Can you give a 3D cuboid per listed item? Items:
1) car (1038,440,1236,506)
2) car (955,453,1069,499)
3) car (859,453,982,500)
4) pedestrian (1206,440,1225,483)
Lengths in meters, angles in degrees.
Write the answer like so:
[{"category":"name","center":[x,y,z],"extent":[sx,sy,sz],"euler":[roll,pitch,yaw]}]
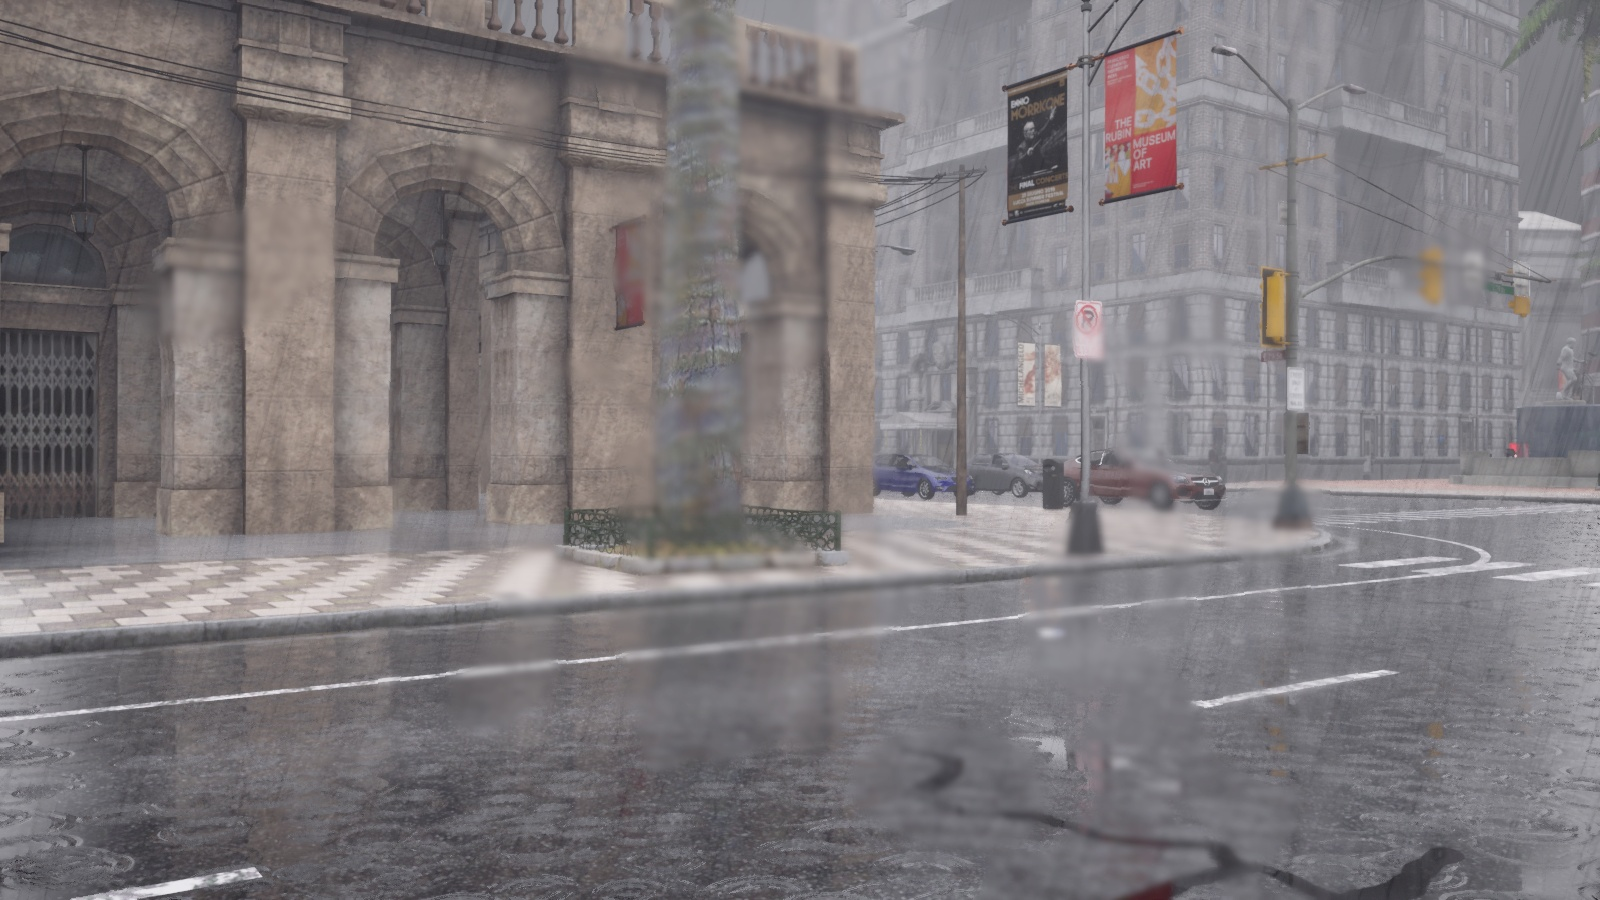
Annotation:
[{"category":"car","center":[9.144,0.588,34.468],"extent":[2.152,1.651,5.027],"euler":[0,0,-35]},{"category":"car","center":[7.234,0.849,43.140],"extent":[1.845,1.501,3.633],"euler":[0,0,-35]},{"category":"car","center":[3.948,0.852,41.834],"extent":[1.816,1.474,4.193],"euler":[0,0,-34]},{"category":"pedestrian","center":[17.867,0.496,53.974],"extent":[0.376,1.854,0.720],"euler":[0,0,-30]}]
